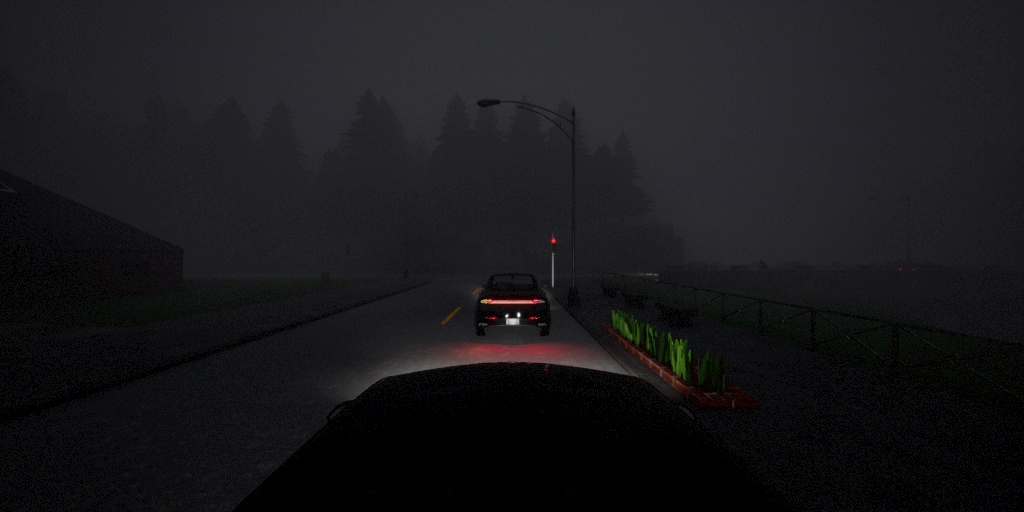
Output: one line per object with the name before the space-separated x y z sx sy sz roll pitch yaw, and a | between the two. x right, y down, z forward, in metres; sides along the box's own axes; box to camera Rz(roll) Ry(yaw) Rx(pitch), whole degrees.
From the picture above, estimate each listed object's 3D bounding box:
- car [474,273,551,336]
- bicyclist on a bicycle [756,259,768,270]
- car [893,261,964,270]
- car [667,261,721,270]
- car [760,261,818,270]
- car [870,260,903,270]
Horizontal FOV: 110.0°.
car | 0.022 1.242 10.375 2.128 1.511 4.902 0 0 0
bicyclist on a bicycle | 21.220 1.099 30.390 0.582 1.620 1.656 0 0 0
car | 40.461 1.351 34.637 4.718 1.301 1.895 0 0 0
car | 19.577 1.297 38.793 5.357 1.411 2.033 0 0 0
car | 29.876 1.297 38.764 5.357 1.411 2.033 0 0 0
car | 41.363 1.228 38.707 5.008 1.535 1.882 0 0 1
